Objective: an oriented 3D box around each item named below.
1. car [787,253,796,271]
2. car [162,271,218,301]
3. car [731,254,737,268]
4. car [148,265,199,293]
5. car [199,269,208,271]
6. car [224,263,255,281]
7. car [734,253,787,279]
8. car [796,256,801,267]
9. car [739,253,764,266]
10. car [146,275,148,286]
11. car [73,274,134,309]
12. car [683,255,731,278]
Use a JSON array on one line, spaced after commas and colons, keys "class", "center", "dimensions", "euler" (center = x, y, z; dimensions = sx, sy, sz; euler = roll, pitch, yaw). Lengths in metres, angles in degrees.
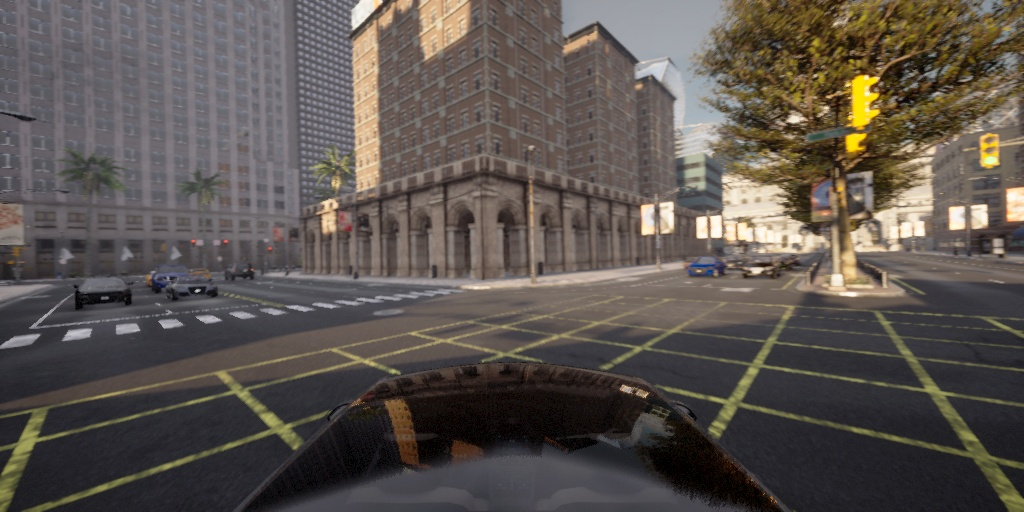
[{"class": "car", "center": [23.661, 0.651, 31.946], "dimensions": [1.895, 1.301, 4.718], "euler": [-2, 0, 42]}, {"class": "car", "center": [-19.554, 1.855, 21.872], "dimensions": [4.181, 1.385, 1.994], "euler": [-2, 0, 41]}, {"class": "car", "center": [21.905, 0.602, 35.211], "dimensions": [1.837, 1.490, 4.892], "euler": [-2, 0, 42]}, {"class": "car", "center": [-26.651, 1.709, 28.152], "dimensions": [5.566, 2.045, 2.150], "euler": [-2, 0, 42]}, {"class": "car", "center": [-37.035, 2.250, 42.341], "dimensions": [5.008, 1.535, 1.882], "euler": [-2, 0, 42]}, {"class": "car", "center": [-32.943, 1.878, 43.336], "dimensions": [5.566, 2.045, 2.150], "euler": [-1, 0, 42]}, {"class": "car", "center": [17.417, 0.725, 25.012], "dimensions": [2.128, 1.511, 4.902], "euler": [-2, 0, 42]}, {"class": "car", "center": [30.348, 0.378, 39.449], "dimensions": [1.812, 1.442, 4.674], "euler": [-2, 0, 42]}, {"class": "car", "center": [28.754, 0.400, 42.924], "dimensions": [1.837, 1.490, 4.892], "euler": [-2, 0, 42]}, {"class": "car", "center": [-34.342, 2.179, 35.091], "dimensions": [5.008, 1.535, 1.882], "euler": [-2, 0, 42]}, {"class": "car", "center": [-21.658, 1.831, 19.068], "dimensions": [5.008, 1.535, 1.882], "euler": [-2, 0, 41]}, {"class": "car", "center": [15.078, 0.776, 27.643], "dimensions": [1.882, 1.535, 5.008], "euler": [-2, 0, 42]}]
